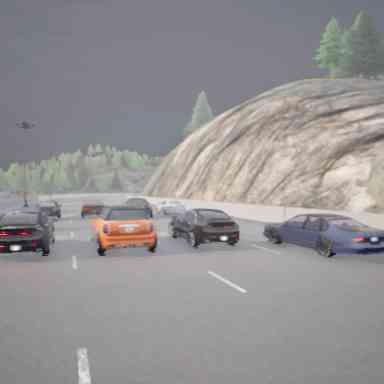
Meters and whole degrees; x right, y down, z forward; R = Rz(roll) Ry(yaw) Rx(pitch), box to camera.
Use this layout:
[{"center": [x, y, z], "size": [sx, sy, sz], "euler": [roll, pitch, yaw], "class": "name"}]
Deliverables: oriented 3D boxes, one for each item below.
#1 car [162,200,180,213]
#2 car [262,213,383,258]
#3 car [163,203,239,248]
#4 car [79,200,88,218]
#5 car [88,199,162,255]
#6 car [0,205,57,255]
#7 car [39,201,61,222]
[{"center": [-2.057, 1.453, 31.234], "size": [1.812, 1.442, 4.674], "euler": [0, 0, -20], "class": "car"}, {"center": [4.827, 1.520, 12.741], "size": [2.033, 1.411, 5.357], "euler": [0, 0, -20], "class": "car"}, {"center": [0.364, 1.472, 14.753], "size": [1.837, 1.490, 4.892], "euler": [0, 0, -20], "class": "car"}, {"center": [-8.799, 1.408, 29.287], "size": [1.882, 1.535, 5.008], "euler": [0, 0, -20], "class": "car"}, {"center": [-2.903, 1.319, 13.493], "size": [2.097, 1.767, 4.553], "euler": [0, 0, -20], "class": "car"}, {"center": [-6.333, 1.475, 12.681], "size": [1.837, 1.490, 4.892], "euler": [0, 1, -20], "class": "car"}, {"center": [-11.898, 1.458, 27.571], "size": [1.812, 1.442, 4.674], "euler": [0, 0, -20], "class": "car"}]
